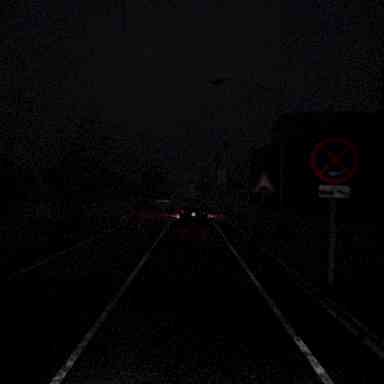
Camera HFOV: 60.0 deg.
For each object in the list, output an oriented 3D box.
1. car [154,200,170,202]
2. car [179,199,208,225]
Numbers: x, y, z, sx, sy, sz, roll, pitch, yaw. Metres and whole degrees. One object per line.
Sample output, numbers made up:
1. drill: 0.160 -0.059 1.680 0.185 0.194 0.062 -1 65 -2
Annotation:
1. car: -3.246 1.108 37.528 1.895 1.301 4.718 0 1 0
2. car: 0.102 1.508 24.408 2.163 1.488 4.792 0 0 0
